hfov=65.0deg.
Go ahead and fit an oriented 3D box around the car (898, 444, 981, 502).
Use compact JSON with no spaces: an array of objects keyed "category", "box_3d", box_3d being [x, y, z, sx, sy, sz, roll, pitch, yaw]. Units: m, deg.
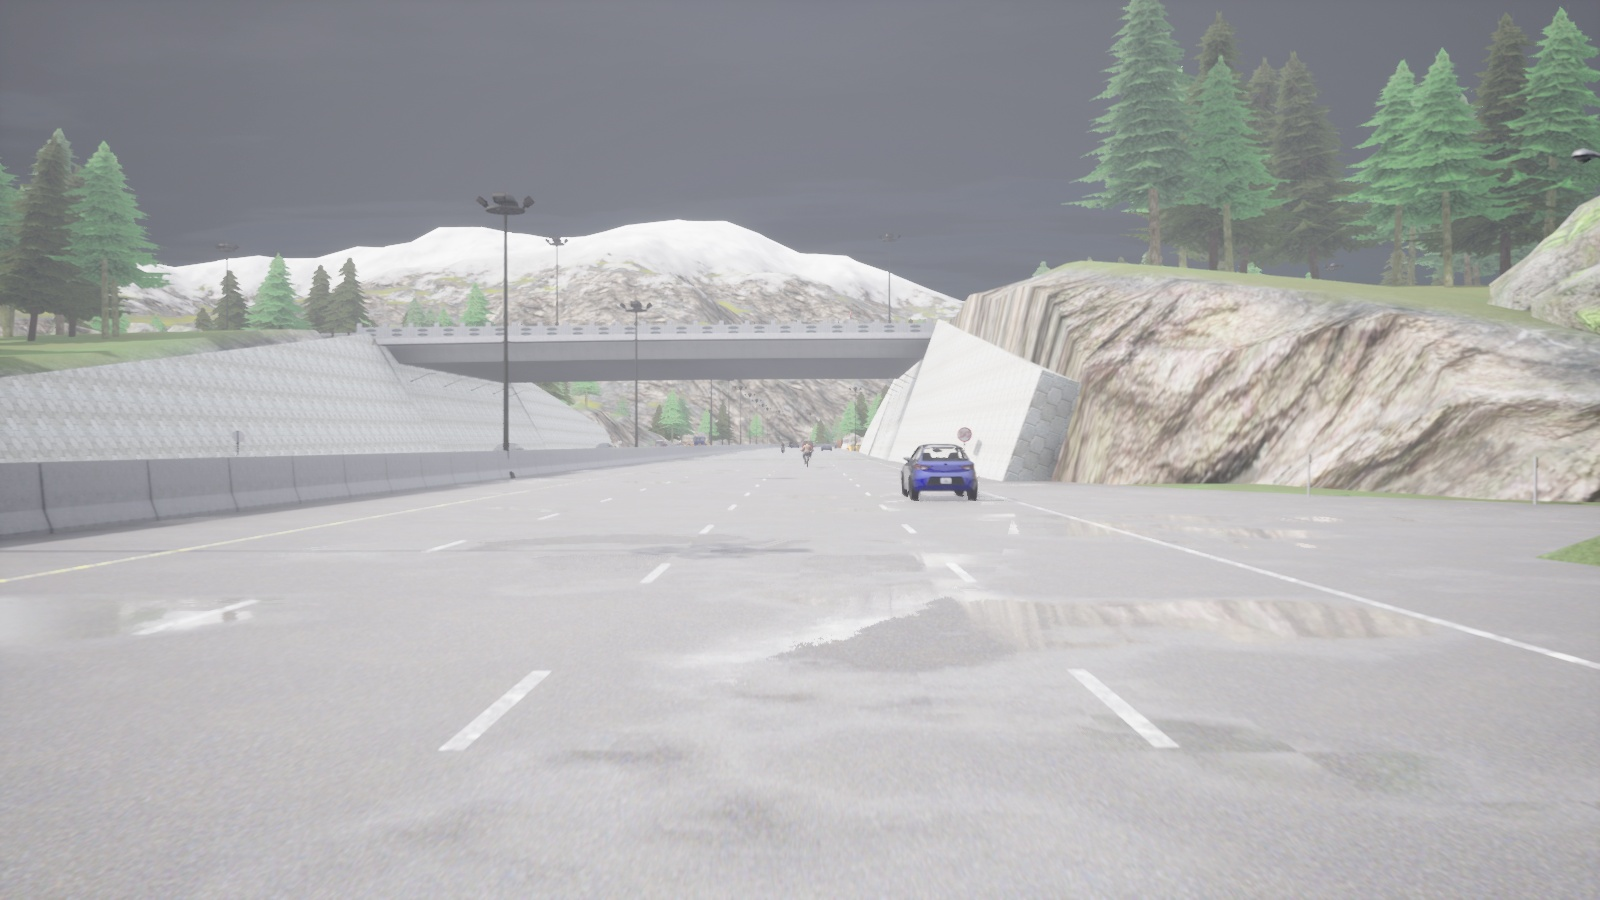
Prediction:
[{"category":"car","box_3d":[3.709,0.571,33.998,1.816,1.474,4.193,0,0,0]}]
